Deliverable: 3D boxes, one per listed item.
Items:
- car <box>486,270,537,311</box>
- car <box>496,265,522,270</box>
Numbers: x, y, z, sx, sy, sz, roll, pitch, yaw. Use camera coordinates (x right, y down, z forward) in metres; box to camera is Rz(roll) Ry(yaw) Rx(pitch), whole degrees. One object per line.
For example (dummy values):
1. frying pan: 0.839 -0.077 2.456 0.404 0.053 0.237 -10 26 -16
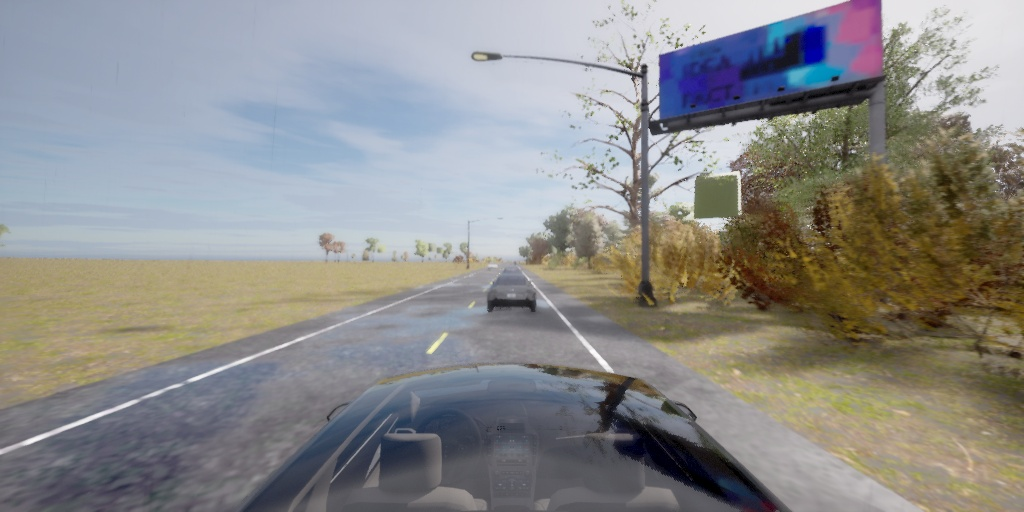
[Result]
1. car: 0.001 1.455 15.341 1.994 1.385 4.181 0 -1 1
2. car: -0.011 1.610 30.333 1.994 1.385 4.181 0 -1 0
